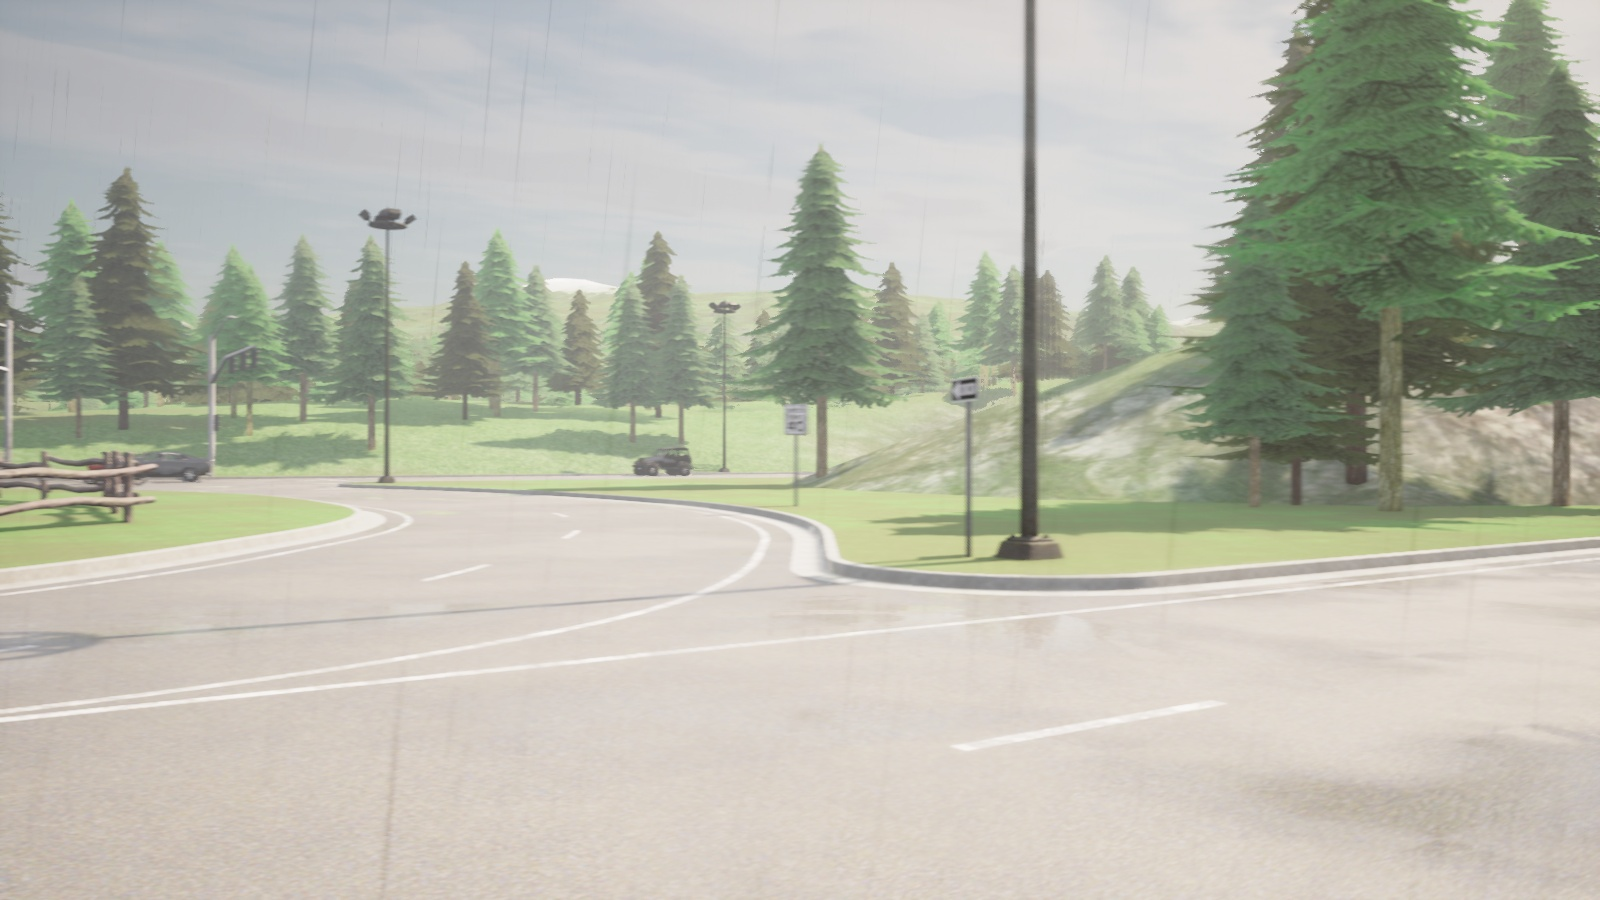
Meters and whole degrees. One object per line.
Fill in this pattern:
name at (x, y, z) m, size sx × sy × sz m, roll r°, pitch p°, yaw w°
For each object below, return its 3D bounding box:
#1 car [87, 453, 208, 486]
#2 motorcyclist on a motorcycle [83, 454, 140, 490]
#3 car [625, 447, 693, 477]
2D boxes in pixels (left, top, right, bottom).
car at (-31.296, 0.916, 60.283) m, size 4.902 × 1.511 × 2.128 m, roll 0°, pitch 0°, yaw -35°
motorcyclist on a motorcycle at (-29.191, 0.920, 53.228) m, size 2.044 × 1.523 × 0.797 m, roll 0°, pitch 0°, yaw -35°
car at (-8.970, 0.760, 79.971) m, size 3.866 × 1.878 × 1.905 m, roll 0°, pitch 0°, yaw -35°
